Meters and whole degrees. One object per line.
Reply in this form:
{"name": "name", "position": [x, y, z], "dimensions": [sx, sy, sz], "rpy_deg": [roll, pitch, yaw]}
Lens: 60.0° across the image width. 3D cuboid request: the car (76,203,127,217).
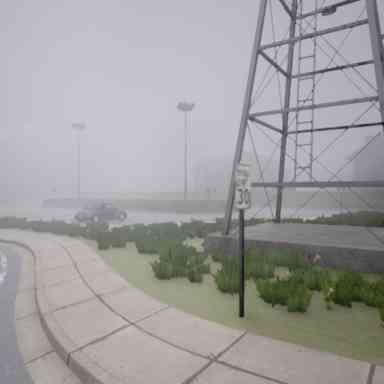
{"name": "car", "position": [-6.759, 1.510, 25.007], "dimensions": [1.784, 1.438, 3.905], "rpy_deg": [0, 0, 34]}
